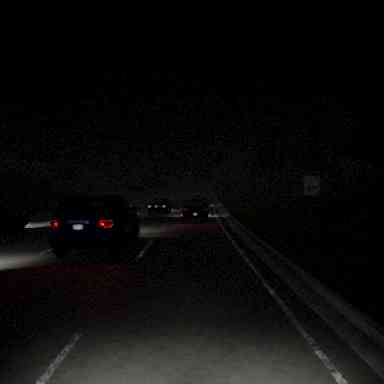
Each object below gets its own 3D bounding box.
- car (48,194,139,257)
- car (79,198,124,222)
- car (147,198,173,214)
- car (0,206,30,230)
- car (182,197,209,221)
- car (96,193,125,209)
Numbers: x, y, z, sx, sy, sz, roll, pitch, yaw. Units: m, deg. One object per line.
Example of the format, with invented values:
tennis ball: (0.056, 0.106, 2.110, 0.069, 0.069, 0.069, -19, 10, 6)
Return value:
car: (-3.407, 1.112, 12.572, 2.150, 2.045, 5.566, 0, 0, 0)
car: (-6.678, 1.259, 25.097, 1.882, 1.535, 5.008, 0, 0, 2)
car: (-2.957, 1.275, 31.333, 2.033, 1.411, 5.357, 0, 0, 3)
car: (-10.367, 1.400, 16.856, 2.033, 1.411, 5.357, 0, 0, 1)
car: (0.298, 1.314, 24.466, 1.812, 1.442, 4.674, 0, 0, 2)
car: (-9.556, 1.009, 39.496, 2.097, 1.767, 4.553, 0, 0, 3)
